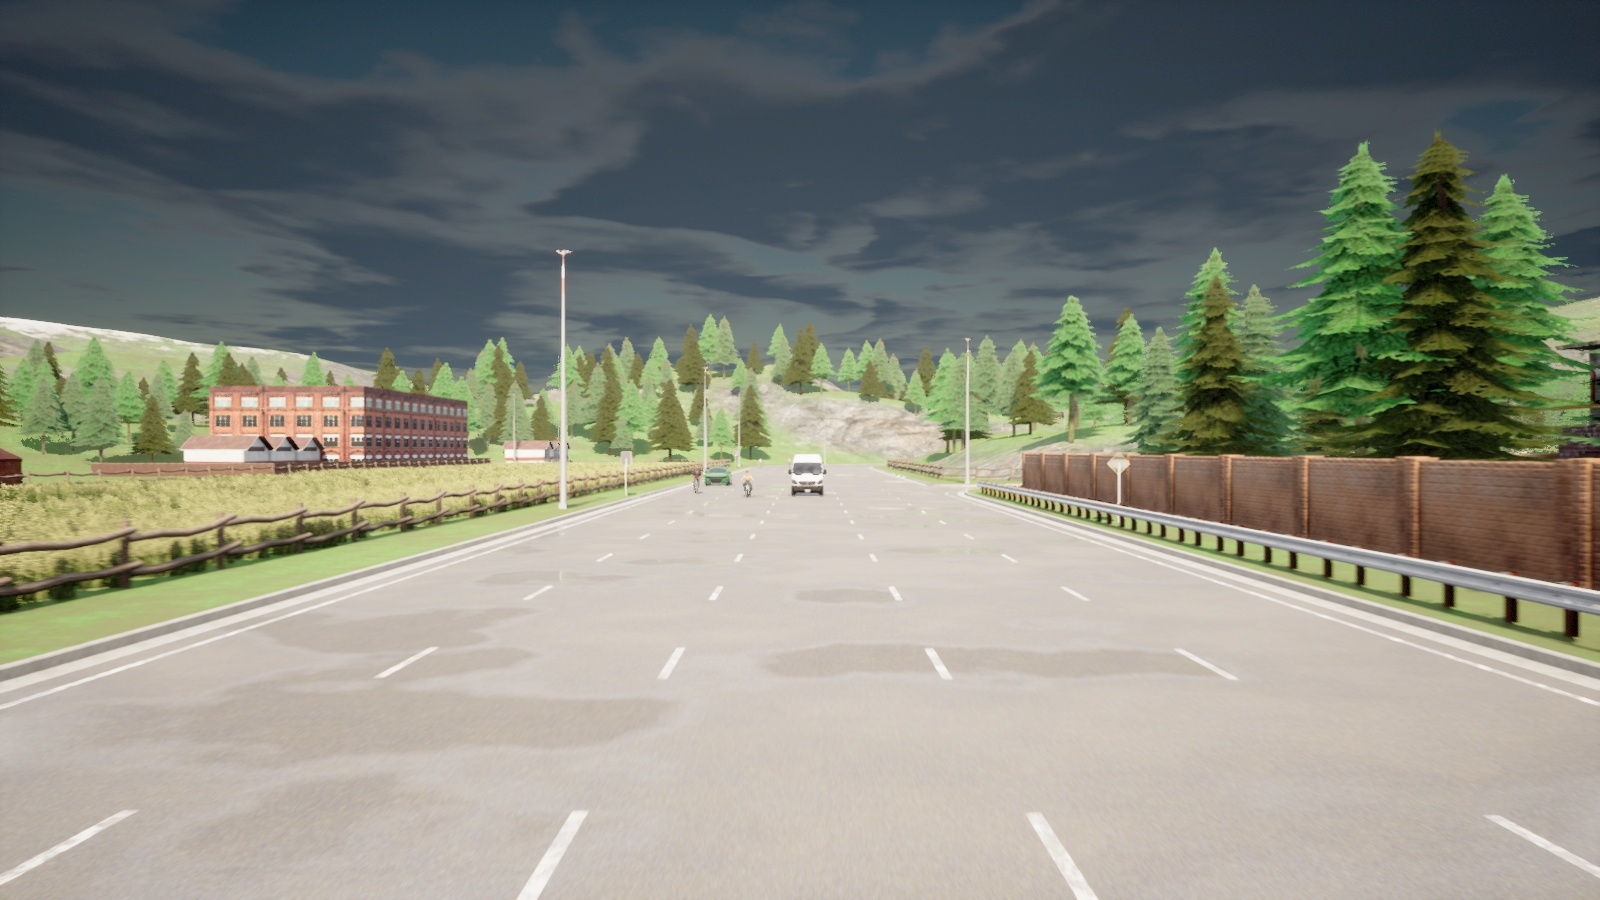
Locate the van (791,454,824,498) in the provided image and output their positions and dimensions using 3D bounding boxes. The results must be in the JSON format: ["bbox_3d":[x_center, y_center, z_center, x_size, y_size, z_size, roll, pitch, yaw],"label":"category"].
[{"bbox_3d":[0.465,1.534,70.269,1.988,2.561,5.915,0,0,0],"label":"van"}]

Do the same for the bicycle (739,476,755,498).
[{"bbox_3d":[-3.063,2.158,66.652,0.859,1.276,1.487,0,0,1],"label":"bicycle"}]

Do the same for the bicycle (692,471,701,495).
[{"bbox_3d":[-6.489,2.060,71.803,0.329,1.471,1.835,0,0,1],"label":"bicycle"}]
